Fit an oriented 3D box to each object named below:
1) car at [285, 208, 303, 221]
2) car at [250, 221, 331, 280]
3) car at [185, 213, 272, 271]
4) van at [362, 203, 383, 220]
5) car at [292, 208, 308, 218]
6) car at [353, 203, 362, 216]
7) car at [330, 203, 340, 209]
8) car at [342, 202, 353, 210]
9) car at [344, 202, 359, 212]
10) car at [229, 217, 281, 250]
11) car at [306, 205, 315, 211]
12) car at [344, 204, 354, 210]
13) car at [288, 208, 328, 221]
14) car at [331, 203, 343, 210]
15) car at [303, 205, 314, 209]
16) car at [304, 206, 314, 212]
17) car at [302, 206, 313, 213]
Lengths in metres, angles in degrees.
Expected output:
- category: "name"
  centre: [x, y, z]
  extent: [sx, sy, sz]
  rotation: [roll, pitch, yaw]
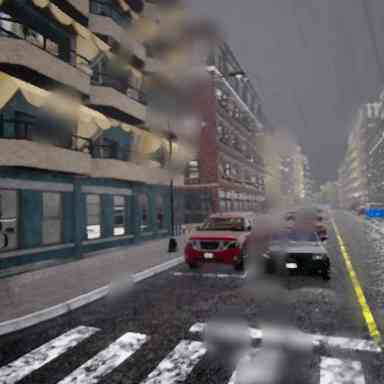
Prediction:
- category: "car"
  centre: [11.859, 2.728, 38.727]
  extent: [1.947, 1.339, 4.313]
  rotation: [-2, -2, 22]
- category: "car"
  centre: [3.408, 1.850, 10.831]
  extent: [1.994, 1.385, 4.181]
  rotation: [-3, -3, 22]
- category: "car"
  centre: [1.458, 1.761, 12.903]
  extent: [2.192, 1.841, 5.009]
  rotation: [-2, -2, 22]
- category: "van"
  centre: [19.607, 2.081, 35.585]
  extent: [1.690, 1.788, 3.998]
  rotation: [-2, -2, 22]
- category: "car"
  centre: [16.016, 3.015, 49.060]
  extent: [1.947, 1.339, 4.313]
  rotation: [-2, -2, 22]
- category: "car"
  centre: [23.769, 2.571, 45.909]
  extent: [1.887, 1.381, 4.507]
  rotation: [-2, -2, 22]
- category: "car"
  centre: [37.564, 3.743, 87.430]
  extent: [2.033, 1.411, 5.357]
  rotation: [-3, -3, 22]
- category: "car"
  centre: [38.317, 3.348, 82.085]
  extent: [2.192, 1.841, 5.009]
  rotation: [-2, -2, 22]
- category: "car"
  centre: [30.001, 2.773, 61.418]
  extent: [2.192, 1.841, 5.009]
  rotation: [-2, -2, 22]
- category: "car"
  centre: [3.542, 2.134, 18.061]
  extent: [1.887, 1.381, 4.507]
  rotation: [-2, -2, 22]
- category: "car"
  centre: [28.490, 3.893, 80.059]
  extent: [1.802, 1.307, 4.206]
  rotation: [-2, -2, 22]
- category: "car"
  centre: [36.306, 3.419, 77.067]
  extent: [1.752, 1.417, 4.829]
  rotation: [-2, -2, 22]
- category: "car"
  centre: [7.384, 2.037, 20.716]
  extent: [1.882, 1.535, 5.008]
  rotation: [-3, -3, 22]
- category: "car"
  centre: [33.800, 3.382, 78.090]
  extent: [2.097, 1.767, 4.553]
  rotation: [-3, -3, 22]
- category: "car"
  centre: [12.644, 2.423, 33.724]
  extent: [1.837, 1.490, 4.892]
  rotation: [-3, -2, 22]
- category: "car"
  centre: [26.411, 3.749, 74.892]
  extent: [1.802, 1.307, 4.206]
  rotation: [-2, -2, 22]
- category: "car"
  centre: [24.332, 3.568, 69.728]
  extent: [1.887, 1.381, 4.507]
  rotation: [-2, -2, 22]
